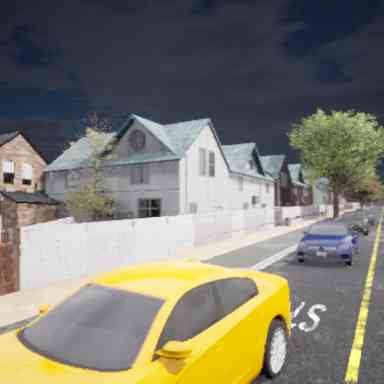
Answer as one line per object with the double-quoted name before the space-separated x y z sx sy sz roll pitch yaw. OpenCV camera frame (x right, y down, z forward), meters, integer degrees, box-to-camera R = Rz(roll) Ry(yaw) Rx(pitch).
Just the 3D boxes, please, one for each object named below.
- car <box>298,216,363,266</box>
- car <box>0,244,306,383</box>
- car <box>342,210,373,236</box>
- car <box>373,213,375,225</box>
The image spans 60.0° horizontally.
"car" 5.531 1.896 13.250 1.812 1.442 4.674 -2 -2 30
"car" -0.483 1.620 3.710 1.882 1.535 5.008 -2 -2 36
"car" 11.184 2.119 22.975 1.837 1.490 4.892 -2 -2 30
"car" 16.275 2.396 31.692 1.994 1.385 4.181 -2 -2 30
